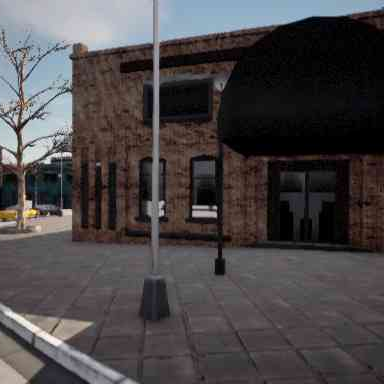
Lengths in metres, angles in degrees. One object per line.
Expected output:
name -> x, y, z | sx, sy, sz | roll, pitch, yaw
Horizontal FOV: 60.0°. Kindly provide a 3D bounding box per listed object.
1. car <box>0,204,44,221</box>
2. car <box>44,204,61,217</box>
car -> -16.705, 1.968, 32.484 | 1.801, 1.575, 5.366 | 0, -1, -2
car -> -16.478, 2.154, 37.893 | 1.837, 1.490, 4.892 | 0, -1, 6
